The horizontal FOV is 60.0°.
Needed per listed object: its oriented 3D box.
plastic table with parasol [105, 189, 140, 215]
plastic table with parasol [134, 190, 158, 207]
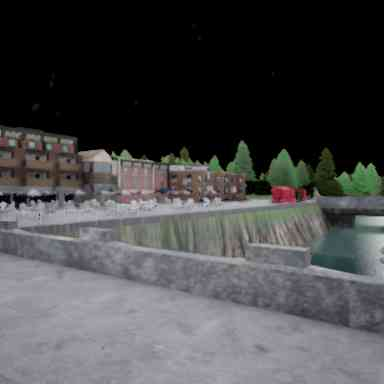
[{"bbox_3d":[-7.066,0.959,33.839,2.482,2.480,2.482,0,0,35],"label":"plastic table with parasol"},{"bbox_3d":[-6.975,0.972,50.516,2.482,2.480,2.482,0,0,35],"label":"plastic table with parasol"}]
